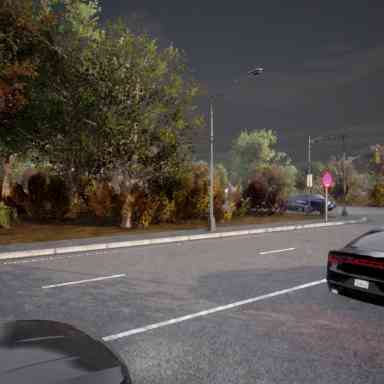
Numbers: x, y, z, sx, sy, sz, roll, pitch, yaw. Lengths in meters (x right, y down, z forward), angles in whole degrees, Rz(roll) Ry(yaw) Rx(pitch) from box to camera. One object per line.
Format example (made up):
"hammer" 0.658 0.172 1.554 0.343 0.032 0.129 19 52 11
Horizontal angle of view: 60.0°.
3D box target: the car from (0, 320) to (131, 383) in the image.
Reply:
"car" -2.697 1.505 1.815 4.892 1.490 1.837 0 0 -36

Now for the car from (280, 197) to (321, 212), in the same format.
"car" 12.118 1.564 38.193 1.994 1.385 4.181 0 0 -32

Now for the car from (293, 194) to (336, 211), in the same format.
"car" 14.720 1.221 40.663 2.150 2.045 5.566 0 0 -31

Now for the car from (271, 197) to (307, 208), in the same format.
"car" 14.074 1.489 48.547 2.128 1.511 4.902 0 0 -32

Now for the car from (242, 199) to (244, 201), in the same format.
"car" 7.591 1.522 45.319 1.812 1.442 4.674 0 0 -32

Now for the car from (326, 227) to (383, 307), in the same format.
"car" 5.022 1.478 7.349 5.008 1.535 1.882 0 0 -36
